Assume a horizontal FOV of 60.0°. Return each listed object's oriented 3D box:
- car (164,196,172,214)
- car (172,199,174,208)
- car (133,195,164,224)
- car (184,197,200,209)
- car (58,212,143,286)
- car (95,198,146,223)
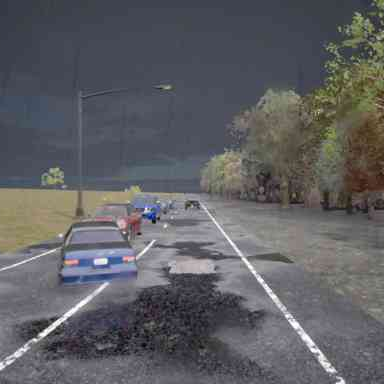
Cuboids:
[{"bbox_3d":[-3.608,1.351,35.305,2.097,1.767,4.553,0,0,0],"label":"car"},{"bbox_3d":[-3.610,1.347,45.312,2.097,1.767,4.553,0,0,0],"label":"car"},{"bbox_3d":[-3.614,1.223,25.300,2.150,2.045,5.566,0,0,-1],"label":"car"},{"bbox_3d":[0.041,1.500,44.272,1.837,1.490,4.892,0,0,0],"label":"car"},{"bbox_3d":[-2.809,1.549,9.568,2.033,1.411,5.357,0,0,-19],"label":"car"},{"bbox_3d":[-3.678,1.353,15.635,2.097,1.767,4.553,0,0,1],"label":"car"}]
